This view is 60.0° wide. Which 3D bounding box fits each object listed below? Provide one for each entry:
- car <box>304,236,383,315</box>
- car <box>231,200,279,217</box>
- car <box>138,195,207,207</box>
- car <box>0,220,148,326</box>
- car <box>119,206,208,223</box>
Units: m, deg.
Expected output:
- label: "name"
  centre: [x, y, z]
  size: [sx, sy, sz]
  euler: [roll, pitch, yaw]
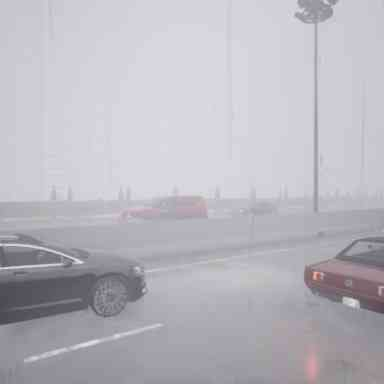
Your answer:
- label: "car"
  centre: [4.540, 1.601, 6.983]
  size: [4.718, 1.301, 1.895]
  euler: [0, 0, -35]
- label: "car"
  centre: [5.585, 1.506, 29.462]
  size: [4.892, 1.490, 1.837]
  euler: [0, 0, -35]
- label: "car"
  centre: [-1.572, 1.223, 20.065]
  size: [5.566, 2.045, 2.150]
  euler: [0, 0, -35]
- label: "car"
  centre: [-3.165, 1.492, 5.803]
  size: [4.902, 1.511, 2.128]
  euler: [0, 0, -35]
- label: "car"
  centre: [-1.561, 1.565, 15.772]
  size: [4.181, 1.385, 1.994]
  euler: [0, 0, -35]
